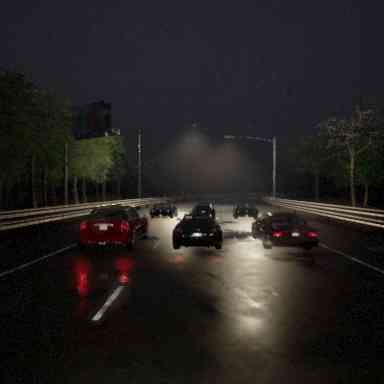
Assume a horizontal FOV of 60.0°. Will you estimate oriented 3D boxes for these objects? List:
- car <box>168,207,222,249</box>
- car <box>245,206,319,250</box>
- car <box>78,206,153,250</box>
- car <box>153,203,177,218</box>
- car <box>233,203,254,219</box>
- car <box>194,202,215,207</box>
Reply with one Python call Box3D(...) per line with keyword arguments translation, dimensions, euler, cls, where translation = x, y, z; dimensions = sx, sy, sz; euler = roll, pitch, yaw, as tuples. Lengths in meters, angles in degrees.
Box3D(translation=(0.271, 1.571, 14.441), dimensions=(1.994, 1.385, 4.181), euler=(0, 0, 2), cls="car")
Box3D(translation=(3.768, 1.562, 14.313), dimensions=(2.033, 1.411, 5.357), euler=(0, 0, 2), cls="car")
Box3D(translation=(-3.228, 1.364, 14.540), dimensions=(2.097, 1.767, 4.553), euler=(0, 0, 2), cls="car")
Box3D(translation=(-2.404, 1.617, 29.512), dimensions=(1.895, 1.301, 4.718), euler=(0, 0, 4), cls="car")
Box3D(translation=(4.577, 1.618, 29.000), dimensions=(1.895, 1.301, 4.718), euler=(0, 0, 4), cls="car")
Box3D(translation=(1.084, 1.574, 29.226), dimensions=(1.994, 1.385, 4.181), euler=(0, 0, 4), cls="car")
